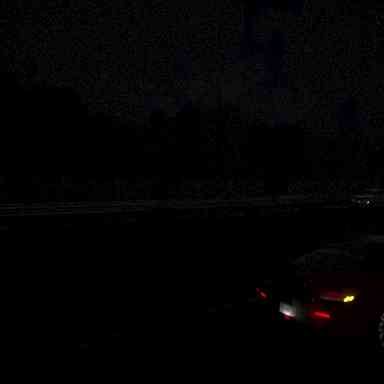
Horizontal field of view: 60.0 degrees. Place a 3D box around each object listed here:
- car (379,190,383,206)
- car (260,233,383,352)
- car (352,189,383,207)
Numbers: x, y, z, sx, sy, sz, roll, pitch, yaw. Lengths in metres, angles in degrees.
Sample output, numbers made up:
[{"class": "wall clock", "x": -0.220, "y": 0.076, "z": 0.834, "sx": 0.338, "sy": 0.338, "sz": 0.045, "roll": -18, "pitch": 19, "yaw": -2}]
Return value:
[{"class": "car", "x": 23.226, "y": 0.863, "z": 36.833, "sx": 4.553, "sy": 1.767, "sz": 2.097, "roll": -1, "pitch": 1, "yaw": -33}, {"class": "car", "x": 3.265, "y": 1.492, "z": 6.081, "sx": 4.674, "sy": 1.442, "sz": 1.812, "roll": -1, "pitch": 0, "yaw": -35}, {"class": "car", "x": 21.614, "y": 0.720, "z": 39.968, "sx": 5.566, "sy": 2.045, "sz": 2.150, "roll": -1, "pitch": 1, "yaw": -33}]
